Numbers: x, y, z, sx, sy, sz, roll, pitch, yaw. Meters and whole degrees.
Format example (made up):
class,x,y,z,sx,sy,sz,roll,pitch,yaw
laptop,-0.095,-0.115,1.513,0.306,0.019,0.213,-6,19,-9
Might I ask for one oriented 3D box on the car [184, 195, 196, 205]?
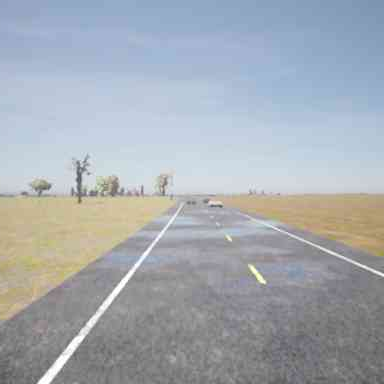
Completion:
class,x,y,z,sx,sy,sz,roll,pitch,yaw
car,-0.137,1.719,62.165,2.033,1.411,5.357,0,0,0

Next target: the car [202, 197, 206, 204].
class,x,y,z,sx,sy,sz,roll,pitch,yaw
car,3.247,1.759,71.344,2.128,1.511,4.902,0,0,-1

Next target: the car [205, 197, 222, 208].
class,x,y,z,sx,sy,sz,roll,pitch,yaw
car,3.582,1.766,52.157,1.895,1.301,4.718,0,0,-1
